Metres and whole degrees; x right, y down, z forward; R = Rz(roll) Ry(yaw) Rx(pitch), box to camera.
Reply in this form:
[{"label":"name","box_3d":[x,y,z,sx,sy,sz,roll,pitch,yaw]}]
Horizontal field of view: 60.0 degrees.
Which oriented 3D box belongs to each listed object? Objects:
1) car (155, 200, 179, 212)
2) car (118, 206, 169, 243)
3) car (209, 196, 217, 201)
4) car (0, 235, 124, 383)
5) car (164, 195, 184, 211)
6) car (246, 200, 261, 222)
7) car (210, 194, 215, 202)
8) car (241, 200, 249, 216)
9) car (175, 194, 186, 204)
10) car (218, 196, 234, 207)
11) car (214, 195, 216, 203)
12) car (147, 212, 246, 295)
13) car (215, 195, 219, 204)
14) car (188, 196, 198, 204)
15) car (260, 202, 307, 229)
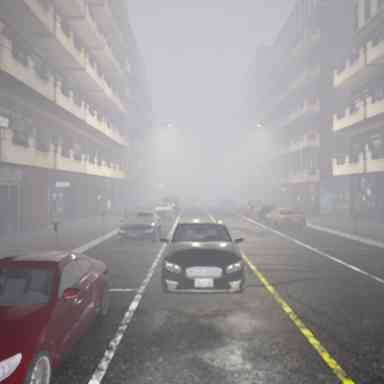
[{"label":"car","box_3d":[-2.405,1.611,27.175,2.008,1.369,4.403,-1,0,0]},{"label":"car","box_3d":[-2.380,1.586,15.972,2.008,1.369,4.403,-1,0,0]},{"label":"car","box_3d":[5.824,1.768,94.389,2.008,1.369,4.403,-1,0,0]},{"label":"car","box_3d":[-2.355,1.593,4.767,1.802,1.307,4.206,-1,0,0]},{"label":"car","box_3d":[-2.434,1.400,38.380,2.192,1.841,5.009,-1,0,0]},{"label":"car","box_3d":[5.975,1.626,27.166,1.947,1.339,4.313,-1,0,0]},{"label":"car","box_3d":[5.860,1.616,77.584,1.967,1.590,4.097,-1,0,0]},{"label":"car","box_3d":[5.960,1.513,32.768,1.967,1.590,4.097,-1,0,0]},{"label":"car","box_3d":[-2.510,1.478,71.992,2.192,1.841,5.009,-1,0,0]},{"label":"car","box_3d":[5.912,1.690,55.175,1.947,1.339,4.313,-1,0,0]},{"label":"car","box_3d":[5.886,1.675,66.550,1.752,1.417,4.829,-1,0,0]},{"label":"car","box_3d":[0.242,1.511,8.943,2.128,1.511,4.902,0,0,0]},{"label":"car","box_3d":[5.899,1.687,60.778,2.008,1.369,4.403,-1,0,0]},{"label":"car","box_3d":[0.207,1.501,66.487,2.097,1.767,4.553,0,0,0]},{"label":"car","box_3d":[5.987,1.573,21.734,1.752,1.417,4.829,-1,0,0]}]
